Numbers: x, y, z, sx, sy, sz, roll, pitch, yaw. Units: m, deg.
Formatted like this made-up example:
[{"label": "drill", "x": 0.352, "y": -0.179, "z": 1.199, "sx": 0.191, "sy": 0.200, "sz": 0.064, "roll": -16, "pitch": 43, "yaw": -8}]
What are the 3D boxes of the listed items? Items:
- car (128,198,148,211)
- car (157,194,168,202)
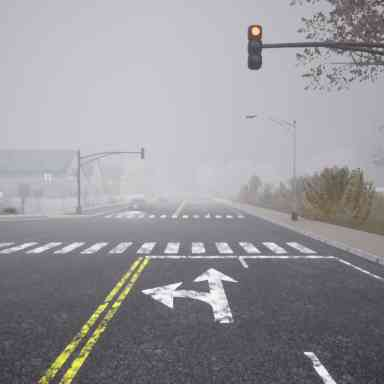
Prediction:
[{"label": "car", "x": -6.478, "y": 1.514, "z": 40.333, "sx": 2.128, "sy": 1.511, "sz": 4.902, "roll": 0, "pitch": 1, "yaw": 0}, {"label": "car", "x": -6.453, "y": 1.275, "z": 73.277, "sx": 2.097, "sy": 1.767, "sz": 4.553, "roll": 0, "pitch": 0, "yaw": 0}]
